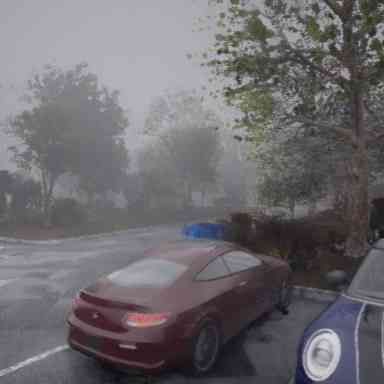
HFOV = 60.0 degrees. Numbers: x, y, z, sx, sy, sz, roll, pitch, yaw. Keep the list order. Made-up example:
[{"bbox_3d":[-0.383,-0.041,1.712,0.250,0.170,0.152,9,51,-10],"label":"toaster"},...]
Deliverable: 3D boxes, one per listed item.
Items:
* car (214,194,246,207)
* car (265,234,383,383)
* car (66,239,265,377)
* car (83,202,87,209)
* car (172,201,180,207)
[{"bbox_3d":[6.292,1.379,55.433,5.566,2.045,2.150,-2,-1,35],"label":"car"},{"bbox_3d":[2.810,1.352,3.854,2.185,1.767,4.553,0,0,35],"label":"car"},{"bbox_3d":[0.192,1.526,5.642,2.002,1.452,4.674,0,0,35],"label":"car"},{"bbox_3d":[-19.581,2.448,58.296,1.882,1.535,5.008,-5,-3,44],"label":"car"},{"bbox_3d":[-4.483,1.937,62.631,4.553,1.767,2.097,-2,-1,27],"label":"car"}]
